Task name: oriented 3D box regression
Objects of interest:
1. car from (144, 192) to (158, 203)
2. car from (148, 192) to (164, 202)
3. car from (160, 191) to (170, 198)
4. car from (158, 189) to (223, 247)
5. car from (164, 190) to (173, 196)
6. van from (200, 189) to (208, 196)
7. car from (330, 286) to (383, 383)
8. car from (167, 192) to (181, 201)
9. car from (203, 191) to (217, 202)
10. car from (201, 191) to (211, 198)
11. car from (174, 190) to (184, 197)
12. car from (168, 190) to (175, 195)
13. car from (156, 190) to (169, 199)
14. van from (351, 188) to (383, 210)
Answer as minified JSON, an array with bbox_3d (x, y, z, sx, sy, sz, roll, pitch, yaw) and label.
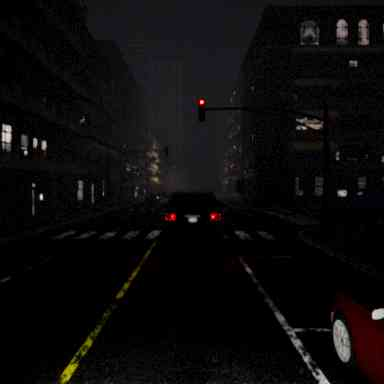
[{"bbox_3d":[-5.599,0.810,46.194,2.008,1.369,4.403,0,1,0],"label":"car"},{"bbox_3d":[-5.587,0.740,51.721,1.947,1.339,4.313,0,1,0],"label":"car"},{"bbox_3d":[-5.552,0.500,68.304,1.802,1.307,4.206,-1,1,0],"label":"car"},{"bbox_3d":[0.076,0.992,13.915,2.150,2.045,5.566,0,1,1],"label":"car"},{"bbox_3d":[-5.529,0.278,79.187,1.752,1.417,4.829,-1,1,0],"label":"car"},{"bbox_3d":[2.850,0.092,79.331,1.690,1.788,3.998,-1,1,0],"label":"van"},{"bbox_3d":[2.688,1.498,2.705,1.887,1.381,4.507,0,1,0],"label":"car"},{"bbox_3d":[-2.955,0.675,55.753,1.994,1.385,4.181,0,1,0],"label":"car"},{"bbox_3d":[2.792,0.614,51.696,1.967,1.590,4.097,-1,1,0],"label":"car"},{"bbox_3d":[2.829,0.470,68.279,2.008,1.369,4.403,-1,1,0],"label":"car"},{"bbox_3d":[-2.847,0.339,72.101,1.994,1.385,4.181,0,1,0],"label":"car"},{"bbox_3d":[-5.504,0.166,90.413,1.802,1.307,4.206,-1,1,0],"label":"car"},{"bbox_3d":[-5.565,0.443,62.774,1.967,1.590,4.097,-1,1,0],"label":"car"},{"bbox_3d":[15.701,0.576,28.237,3.998,1.788,1.690,-1,2,-1],"label":"van"}]
